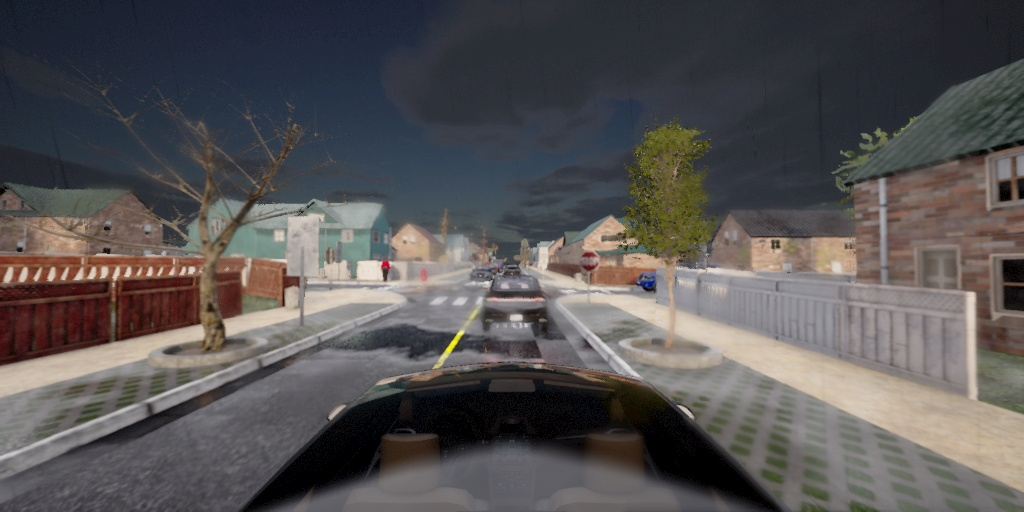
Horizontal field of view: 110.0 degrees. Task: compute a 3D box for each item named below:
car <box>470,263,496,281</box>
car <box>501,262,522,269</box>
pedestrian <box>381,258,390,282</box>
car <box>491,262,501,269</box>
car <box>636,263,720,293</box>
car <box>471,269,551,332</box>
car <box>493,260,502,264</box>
[{"bbox_3d":[-2.855,1.646,34.511,1.994,1.385,4.181,0,-1,-1],"label":"car"},{"bbox_3d":[0.063,1.657,40.684,1.837,1.490,4.892,0,-1,1],"label":"car"},{"bbox_3d":[-9.623,1.023,27.254,0.375,1.860,0.375,0,-3,0],"label":"pedestrian"},{"bbox_3d":[-2.835,1.749,44.894,2.033,1.411,5.357,0,-1,0],"label":"car"},{"bbox_3d":[11.360,1.502,24.327,5.566,2.045,2.150,1,-1,0],"label":"car"},{"bbox_3d":[0.082,1.332,11.243,2.128,1.511,4.902,0,-1,-1],"label":"car"},{"bbox_3d":[-2.831,1.807,55.304,1.882,1.535,5.008,0,-1,0],"label":"car"}]
